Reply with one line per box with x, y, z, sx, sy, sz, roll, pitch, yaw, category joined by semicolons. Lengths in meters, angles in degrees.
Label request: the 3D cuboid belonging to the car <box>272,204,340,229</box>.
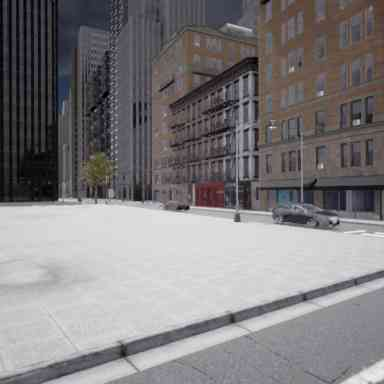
7.473;1.561;22.272;2.128;1.511;4.902;0;0;-28;car

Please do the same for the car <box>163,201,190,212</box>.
-1.931;1.785;41.258;1.895;1.301;4.718;0;0;-26;car
